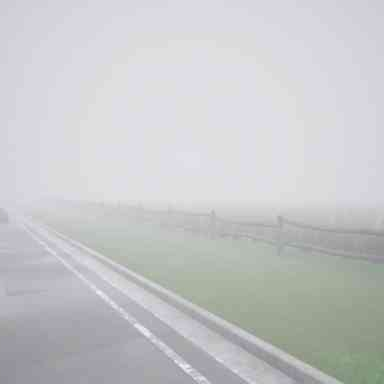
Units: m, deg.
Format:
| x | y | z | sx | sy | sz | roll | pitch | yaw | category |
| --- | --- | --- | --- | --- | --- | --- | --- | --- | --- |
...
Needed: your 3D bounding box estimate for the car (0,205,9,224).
| x | y | z | sx | sy | sz | roll | pitch | yaw | category |
| --- | --- | --- | --- | --- | --- | --- | --- | --- | --- |
| -14.308 | 1.564 | 23.767 | 1.994 | 1.385 | 4.181 | 0 | 0 | -32 | car |
